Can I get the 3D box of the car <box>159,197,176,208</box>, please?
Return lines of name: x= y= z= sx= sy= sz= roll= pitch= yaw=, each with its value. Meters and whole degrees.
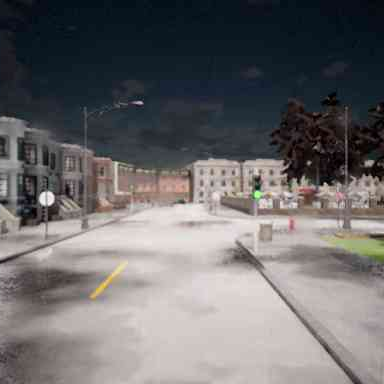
car: x=-4.087 y=1.613 z=53.045 sx=2.097 sy=1.767 sz=4.553 roll=0 pitch=0 yaw=0

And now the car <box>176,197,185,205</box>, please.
car: x=-3.178 y=1.918 z=69.764 sx=2.097 sy=1.767 sz=4.553 roll=0 pitch=0 yaw=23
